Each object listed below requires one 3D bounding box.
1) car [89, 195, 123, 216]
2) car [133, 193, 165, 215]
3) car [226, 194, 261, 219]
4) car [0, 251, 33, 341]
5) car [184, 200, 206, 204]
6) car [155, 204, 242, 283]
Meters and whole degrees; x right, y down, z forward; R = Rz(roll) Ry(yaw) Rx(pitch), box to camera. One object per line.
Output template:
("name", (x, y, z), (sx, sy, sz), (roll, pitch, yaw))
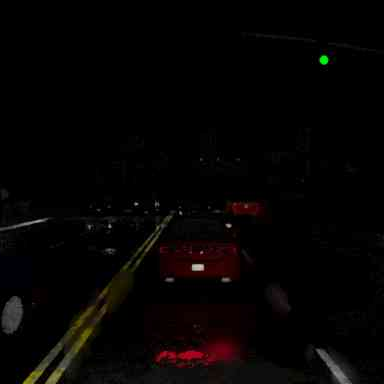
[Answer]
("car", (-6.934, 1.070, 27.183), (1.837, 1.490, 4.892), (0, 1, 0))
("car", (-3.434, 0.910, 27.206), (2.097, 1.767, 4.553), (0, 1, 0))
("car", (3.691, 0.953, 24.657), (2.097, 1.767, 4.553), (0, 1, 1))
("car", (-3.590, 1.419, 3.480), (1.882, 1.535, 5.008), (0, 1, 0))
("car", (0.153, 1.220, 20.236), (2.033, 1.411, 5.357), (0, 1, 0))
("car", (0.124, 1.327, 9.199), (1.882, 1.535, 5.008), (0, 1, 0))
